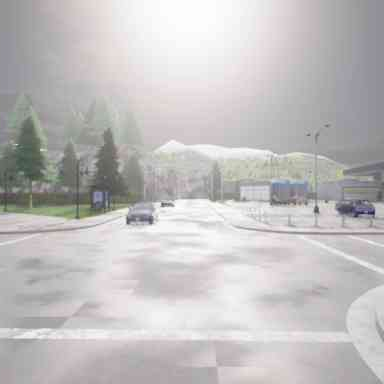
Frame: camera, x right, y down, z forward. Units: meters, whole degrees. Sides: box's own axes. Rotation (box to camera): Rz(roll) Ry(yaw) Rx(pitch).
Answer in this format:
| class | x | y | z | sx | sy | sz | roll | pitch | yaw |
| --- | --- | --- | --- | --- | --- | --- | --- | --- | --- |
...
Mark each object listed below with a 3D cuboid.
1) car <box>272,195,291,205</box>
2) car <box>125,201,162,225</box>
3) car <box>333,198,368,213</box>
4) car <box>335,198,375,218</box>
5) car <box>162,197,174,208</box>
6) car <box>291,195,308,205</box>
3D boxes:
| class | x | y | z | sx | sy | sz | roll | pitch | yaw |
| --- | --- | --- | --- | --- | --- | --- | --- | --- | --- |
| car | 14.121 | 1.330 | 54.398 | 2.007 | 1.523 | 4.514 | 0 | 0 | 0 |
| car | -3.551 | 1.530 | 24.290 | 1.812 | 1.442 | 4.674 | 0 | 0 | 1 |
| car | 16.955 | 1.378 | 35.760 | 1.970 | 1.475 | 3.806 | 0 | 0 | 0 |
| car | 13.913 | 1.369 | 28.365 | 1.845 | 1.501 | 3.633 | 0 | 0 | 0 |
| car | -3.574 | 1.505 | 49.145 | 2.033 | 1.411 | 5.357 | 0 | 0 | 0 |
| car | 17.258 | 1.321 | 54.424 | 2.152 | 1.636 | 5.027 | 0 | 0 | 0 |
